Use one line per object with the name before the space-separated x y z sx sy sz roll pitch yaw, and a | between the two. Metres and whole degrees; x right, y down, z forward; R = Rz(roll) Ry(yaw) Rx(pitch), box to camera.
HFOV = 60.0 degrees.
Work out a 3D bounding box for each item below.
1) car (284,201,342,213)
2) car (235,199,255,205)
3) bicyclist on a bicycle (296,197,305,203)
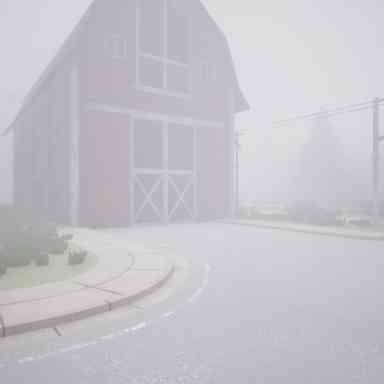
car | 10.951 1.574 30.610 2.033 1.411 5.357 0 0 -35
car | 5.520 1.552 38.492 1.812 1.442 4.674 0 0 -34
bicyclist on a bicycle | 13.275 1.322 40.233 1.656 1.620 0.582 46 -25 -24
